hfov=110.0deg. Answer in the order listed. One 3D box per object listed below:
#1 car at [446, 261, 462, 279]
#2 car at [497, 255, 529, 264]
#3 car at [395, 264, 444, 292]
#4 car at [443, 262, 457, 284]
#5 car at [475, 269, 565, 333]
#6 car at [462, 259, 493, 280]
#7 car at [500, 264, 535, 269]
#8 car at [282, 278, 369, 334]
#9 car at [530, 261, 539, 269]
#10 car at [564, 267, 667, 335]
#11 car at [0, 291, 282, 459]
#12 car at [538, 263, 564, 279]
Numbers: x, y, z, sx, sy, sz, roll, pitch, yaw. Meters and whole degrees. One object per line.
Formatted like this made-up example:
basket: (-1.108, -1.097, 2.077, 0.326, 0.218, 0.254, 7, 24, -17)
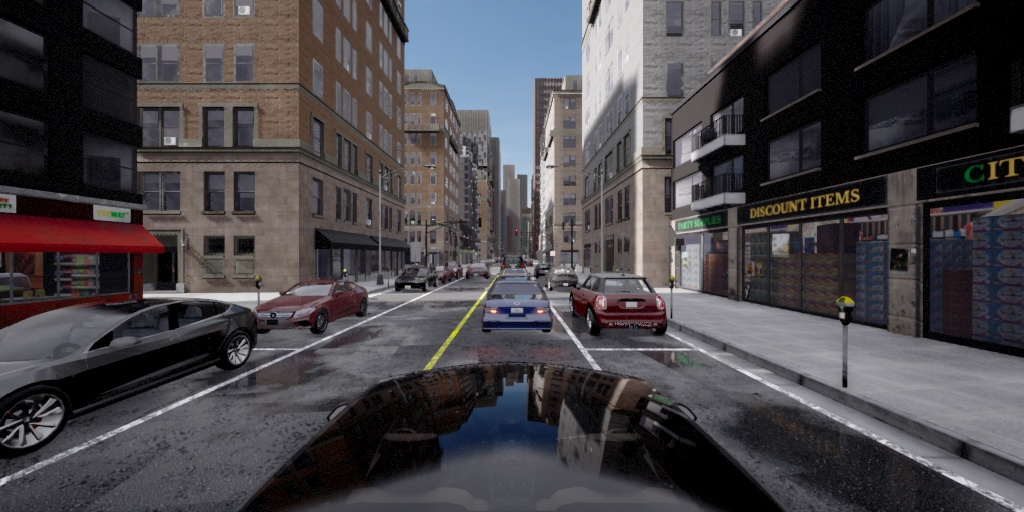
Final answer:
car: (-5.596, 1.193, 32.566, 1.967, 1.591, 4.097, 0, 0, 0)
car: (0.079, 0.975, 31.293, 2.150, 2.045, 5.566, 0, 0, -1)
car: (-5.623, 1.317, 21.563, 1.948, 1.339, 4.313, 0, 0, 0)
car: (-5.610, 1.334, 27.065, 1.802, 1.307, 4.207, 0, 0, 0)
car: (0.122, 1.297, 10.755, 2.033, 1.411, 5.357, 0, 0, 0)
car: (-2.947, 1.278, 31.677, 1.812, 1.442, 4.674, 0, 0, 1)
car: (0.145, 1.352, 21.261, 1.895, 1.301, 4.718, 0, 0, 0)
car: (-5.650, 1.332, 10.561, 1.802, 1.307, 4.207, 0, 0, 0)
car: (2.930, 1.319, 32.545, 1.948, 1.339, 4.313, 0, 0, 0)
car: (2.875, 1.190, 10.540, 1.967, 1.591, 4.097, 0, 0, 0)
car: (-5.664, 1.315, 5.060, 1.948, 1.339, 4.313, 0, 0, 0)
car: (2.902, 1.301, 21.542, 2.007, 1.370, 4.403, 0, 0, 0)
